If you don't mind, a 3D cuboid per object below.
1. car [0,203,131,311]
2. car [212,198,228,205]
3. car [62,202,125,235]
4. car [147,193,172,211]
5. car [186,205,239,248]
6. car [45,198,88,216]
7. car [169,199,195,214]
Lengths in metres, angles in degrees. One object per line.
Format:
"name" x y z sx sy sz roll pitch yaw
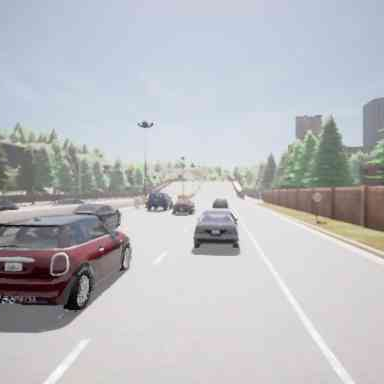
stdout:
"car" -2.935 1.313 7.882 2.097 1.767 4.553 0 0 4
"car" 3.689 1.460 43.335 1.994 1.385 4.181 0 0 5
"car" -5.492 1.419 19.318 1.837 1.490 4.892 0 0 5
"car" -3.719 1.088 39.088 2.150 2.045 5.566 0 0 5
"car" 1.103 1.511 14.692 2.033 1.411 5.357 0 0 5
"car" -11.638 1.352 31.259 1.837 1.490 4.892 0 0 5
"car" -0.758 1.427 32.953 1.812 1.442 4.674 0 0 5
